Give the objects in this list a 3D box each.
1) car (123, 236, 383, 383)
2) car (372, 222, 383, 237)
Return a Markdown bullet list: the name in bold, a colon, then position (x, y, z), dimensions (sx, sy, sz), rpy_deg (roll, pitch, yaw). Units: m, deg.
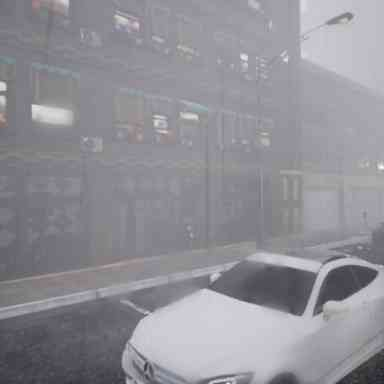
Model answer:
- **car**: position (1.351, 1.570, 4.547), dimensions (4.674, 1.442, 1.812), rpy_deg (0, -1, -40)
- **car**: position (9.664, 1.648, 14.835), dimensions (4.313, 1.339, 1.947), rpy_deg (0, -1, -40)
